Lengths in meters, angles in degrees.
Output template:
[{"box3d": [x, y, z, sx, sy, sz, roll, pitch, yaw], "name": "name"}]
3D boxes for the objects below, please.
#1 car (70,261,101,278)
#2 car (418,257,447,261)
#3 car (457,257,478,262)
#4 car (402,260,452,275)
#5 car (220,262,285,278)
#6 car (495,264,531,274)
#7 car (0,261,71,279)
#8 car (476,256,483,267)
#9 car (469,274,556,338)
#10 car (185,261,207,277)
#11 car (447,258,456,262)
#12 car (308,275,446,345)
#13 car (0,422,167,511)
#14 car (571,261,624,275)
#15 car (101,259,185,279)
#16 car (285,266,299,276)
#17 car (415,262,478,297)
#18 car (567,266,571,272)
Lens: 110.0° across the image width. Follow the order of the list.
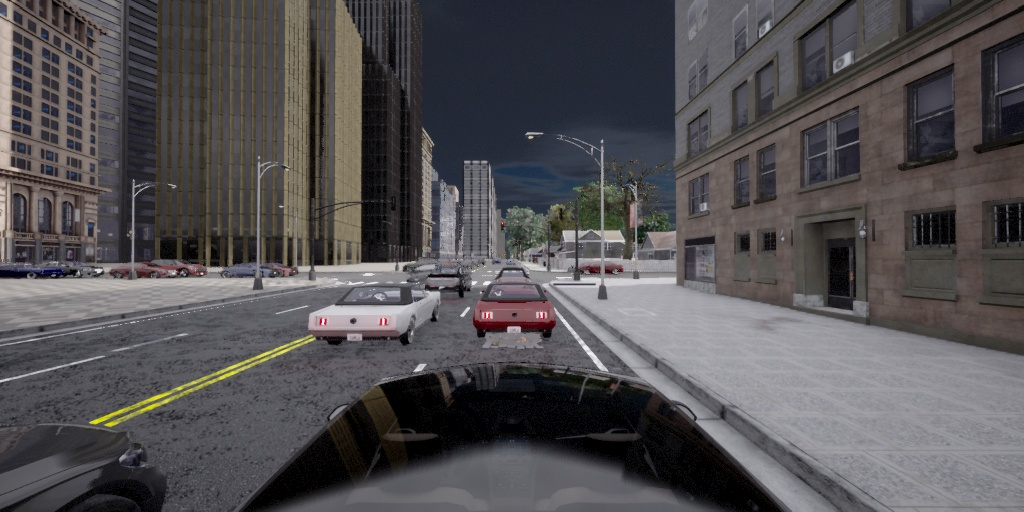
[{"box3d": [-40.587, 1.228, 32.886, 4.902, 1.511, 2.128, 0, -1, -6], "name": "car"}, {"box3d": [-10.257, 1.103, 41.320, 4.553, 1.767, 2.097, 0, 0, -1], "name": "car"}, {"box3d": [-6.771, 1.257, 54.447, 1.837, 1.490, 4.892, 0, 0, 0], "name": "car"}, {"box3d": [-6.021, 1.274, 25.797, 1.812, 1.442, 4.674, -1, 0, 5], "name": "car"}, {"box3d": [-22.543, 1.271, 30.983, 4.181, 1.385, 1.994, 0, -1, -3], "name": "car"}, {"box3d": [0.038, 1.315, 18.940, 1.994, 1.385, 4.181, 0, 0, 0], "name": "car"}, {"box3d": [-40.383, 1.305, 29.649, 4.718, 1.301, 1.895, 0, -1, -6], "name": "car"}, {"box3d": [-6.779, 1.257, 64.586, 1.837, 1.490, 4.892, 0, 0, 0], "name": "car"}, {"box3d": [0.052, 1.350, 10.183, 1.895, 1.301, 4.718, 0, 0, 0], "name": "car"}, {"box3d": [-31.516, 1.091, 33.683, 4.553, 1.767, 2.097, 0, -1, -5], "name": "car"}, {"box3d": [-10.020, 1.104, 52.619, 2.097, 1.767, 4.553, 0, 0, 0], "name": "car"}, {"box3d": [-3.181, 1.352, 9.462, 1.895, 1.301, 4.718, 0, 0, 0], "name": "car"}, {"box3d": [-3.141, 1.275, 0.319, 1.812, 1.442, 4.674, 0, 0, 0], "name": "car"}, {"box3d": [9.185, 1.248, 37.923, 5.008, 1.535, 1.882, 0, -1, -2], "name": "car"}, {"box3d": [-31.216, 1.232, 30.449, 4.674, 1.442, 1.812, 0, -1, -4], "name": "car"}, {"box3d": [-22.832, 1.304, 34.224, 4.181, 1.385, 1.994, 0, -1, -3], "name": "car"}, {"box3d": [-3.209, 1.243, 18.715, 2.128, 1.511, 4.902, 0, 0, 0], "name": "car"}, {"box3d": [8.497, 1.370, 41.468, 4.181, 1.385, 1.994, 0, -1, 5], "name": "car"}]
